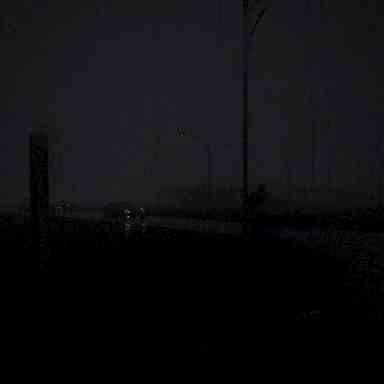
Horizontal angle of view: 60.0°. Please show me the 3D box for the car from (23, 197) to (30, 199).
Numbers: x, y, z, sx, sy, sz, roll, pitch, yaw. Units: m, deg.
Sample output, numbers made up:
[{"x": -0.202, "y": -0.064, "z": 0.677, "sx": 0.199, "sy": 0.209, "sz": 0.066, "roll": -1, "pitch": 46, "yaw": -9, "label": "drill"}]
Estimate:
[{"x": -25.342, "y": 1.776, "z": 52.158, "sx": 5.566, "sy": 2.045, "sz": 2.150, "roll": -1, "pitch": 0, "yaw": 42, "label": "car"}]

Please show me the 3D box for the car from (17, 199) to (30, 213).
[{"x": -22.167, "y": 2.011, "z": 45.576, "sx": 4.892, "sy": 1.490, "sz": 1.837, "roll": -2, "pitch": -1, "yaw": 43, "label": "car"}]

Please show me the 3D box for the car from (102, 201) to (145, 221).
[{"x": -6.195, "y": 1.632, "z": 29.980, "sx": 2.097, "sy": 1.767, "sz": 4.553, "roll": -1, "pitch": 0, "yaw": -44, "label": "car"}]

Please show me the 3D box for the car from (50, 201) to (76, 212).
[{"x": -17.609, "y": 1.941, "z": 45.205, "sx": 4.902, "sy": 1.511, "sz": 2.128, "roll": -1, "pitch": 0, "yaw": 43, "label": "car"}]
